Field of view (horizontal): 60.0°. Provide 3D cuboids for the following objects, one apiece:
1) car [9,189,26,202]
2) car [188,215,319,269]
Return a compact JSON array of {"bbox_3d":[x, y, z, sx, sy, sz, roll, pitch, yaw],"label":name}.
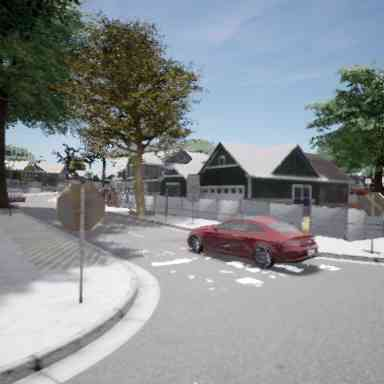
[{"bbox_3d":[-23.095,0.394,43.622,2.097,1.767,4.553,1,1,-32],"label":"car"},{"bbox_3d":[1.841,1.499,11.097,1.812,1.442,4.674,-2,2,-42],"label":"car"}]
